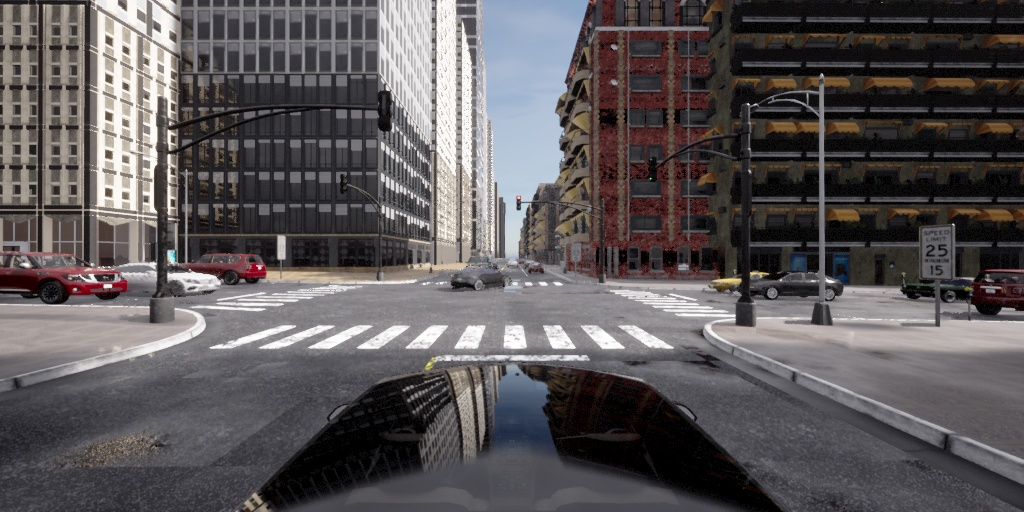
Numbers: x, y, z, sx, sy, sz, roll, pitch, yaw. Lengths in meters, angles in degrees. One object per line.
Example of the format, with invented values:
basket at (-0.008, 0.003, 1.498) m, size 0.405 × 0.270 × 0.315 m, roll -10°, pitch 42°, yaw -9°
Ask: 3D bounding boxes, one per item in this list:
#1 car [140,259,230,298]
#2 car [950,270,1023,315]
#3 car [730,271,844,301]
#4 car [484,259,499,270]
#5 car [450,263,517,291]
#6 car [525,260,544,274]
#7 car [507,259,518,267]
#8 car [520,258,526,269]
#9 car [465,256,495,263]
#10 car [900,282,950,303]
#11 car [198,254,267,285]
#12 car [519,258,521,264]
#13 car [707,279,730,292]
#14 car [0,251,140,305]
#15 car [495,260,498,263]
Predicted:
car at (-15.706, 1.009, 15.930) m, size 4.674 × 1.442 × 1.812 m, roll 1°, pitch 0°, yaw -1°
car at (20.604, 1.460, 13.663) m, size 5.009 × 1.841 × 2.192 m, roll 0°, pitch 0°, yaw 0°
car at (14.922, 1.561, 19.344) m, size 4.892 × 1.490 × 1.837 m, roll 1°, pitch 0°, yaw 2°
car at (-3.064, 1.242, 53.915) m, size 1.882 × 1.535 × 5.008 m, roll 0°, pitch 0°, yaw 0°
car at (-1.848, 1.319, 22.146) m, size 1.994 × 1.385 × 4.181 m, roll 1°, pitch 0°, yaw 35°
car at (2.759, 1.340, 41.665) m, size 1.802 × 1.307 × 4.207 m, roll 0°, pitch 0°, yaw 0°
car at (0.135, 1.297, 64.871) m, size 1.812 × 1.442 × 4.674 m, roll 0°, pitch 0°, yaw 0°
car at (2.715, 1.315, 54.582) m, size 2.007 × 1.370 × 4.403 m, roll 0°, pitch 0°, yaw 0°
car at (-3.085, 0.976, 33.568) m, size 2.150 × 2.045 × 5.566 m, roll 0°, pitch 0°, yaw 0°
car at (24.213, 1.826, 19.451) m, size 4.718 × 1.301 × 1.895 m, roll 1°, pitch 0°, yaw -1°
car at (-17.701, 0.775, 21.694) m, size 5.009 × 1.841 × 2.192 m, roll 0°, pitch 0°, yaw 0°
car at (2.718, 1.319, 60.230) m, size 2.007 × 1.370 × 4.403 m, roll 0°, pitch 0°, yaw 0°
car at (14.639, 1.586, 21.962) m, size 4.829 × 1.417 × 1.751 m, roll 0°, pitch 0°, yaw 0°
car at (-17.570, 0.757, 13.315) m, size 5.009 × 1.841 × 2.192 m, roll 0°, pitch 0°, yaw 0°
car at (-3.074, 1.285, 43.642) m, size 1.812 × 1.442 × 4.674 m, roll 0°, pitch 0°, yaw 0°
